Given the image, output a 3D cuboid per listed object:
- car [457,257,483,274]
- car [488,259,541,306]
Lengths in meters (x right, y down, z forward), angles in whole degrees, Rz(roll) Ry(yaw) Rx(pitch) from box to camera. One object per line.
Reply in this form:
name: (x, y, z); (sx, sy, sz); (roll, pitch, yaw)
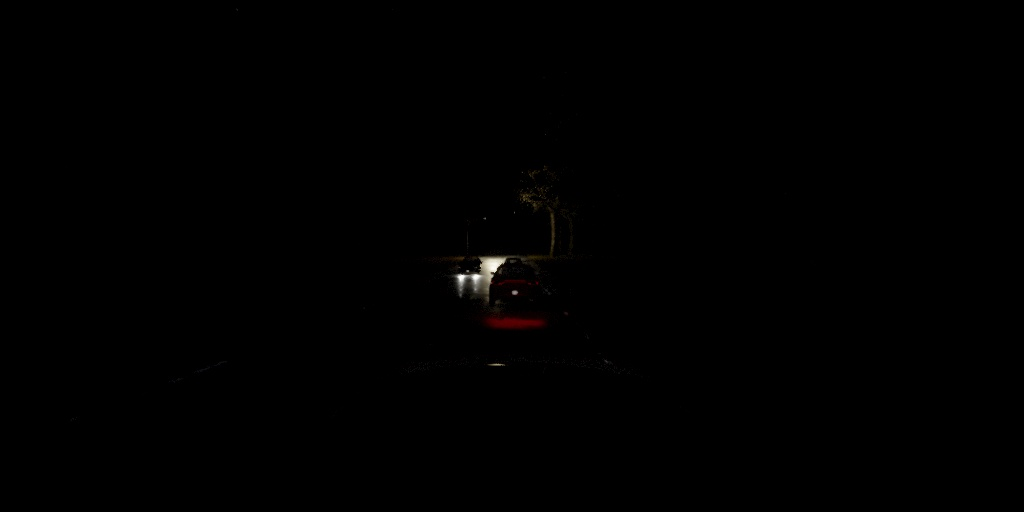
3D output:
car: (-3.584, 0.780, 31.687); (2.033, 1.411, 5.357); (0, 1, 0)
car: (0.101, 1.043, 14.556); (1.882, 1.535, 5.008); (0, 1, 0)
